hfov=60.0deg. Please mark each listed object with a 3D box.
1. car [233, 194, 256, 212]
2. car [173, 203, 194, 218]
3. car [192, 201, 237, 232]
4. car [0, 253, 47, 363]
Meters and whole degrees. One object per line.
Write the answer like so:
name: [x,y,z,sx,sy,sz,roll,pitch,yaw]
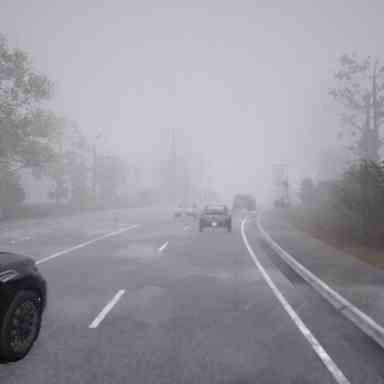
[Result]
car: [6.578,1.298,41.349,2.150,2.045,5.566,0,0,19]
car: [-0.207,1.641,30.333,1.895,1.301,4.718,0,0,12]
car: [1.532,1.524,20.392,2.128,1.511,4.902,0,0,8]
car: [-3.326,1.220,2.742,2.150,2.045,5.566,0,0,1]
